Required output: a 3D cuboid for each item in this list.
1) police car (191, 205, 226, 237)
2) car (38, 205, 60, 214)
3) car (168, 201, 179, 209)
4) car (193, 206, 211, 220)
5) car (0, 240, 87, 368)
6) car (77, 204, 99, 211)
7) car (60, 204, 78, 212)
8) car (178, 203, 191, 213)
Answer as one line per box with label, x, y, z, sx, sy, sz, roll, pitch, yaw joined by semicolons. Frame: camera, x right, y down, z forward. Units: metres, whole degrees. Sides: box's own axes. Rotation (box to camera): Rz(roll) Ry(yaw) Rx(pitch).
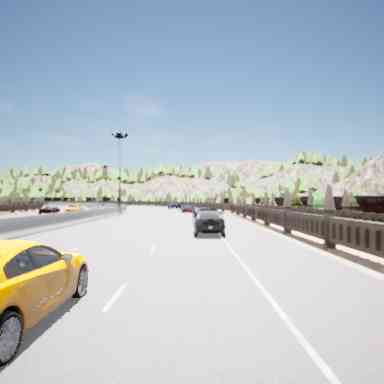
police car;1.051;1.881;21.480;1.930;1.638;5.238;0;-1;0
car;-21.422;2.683;50.137;1.895;1.301;4.718;0;-1;-4
car;-3.860;2.751;71.977;2.097;1.767;4.553;0;-1;-16
car;1.052;2.329;37.364;1.812;1.442;4.674;0;-1;0
car;-3.400;1.593;5.934;1.882;1.535;5.008;0;-1;0
car;-14.264;2.616;47.088;1.895;1.301;4.718;0;-1;-2
car;-17.997;2.574;50.806;1.882;1.535;5.008;0;-1;-5
car;-0.736;2.773;55.943;1.994;1.385;4.181;0;-1;-8
